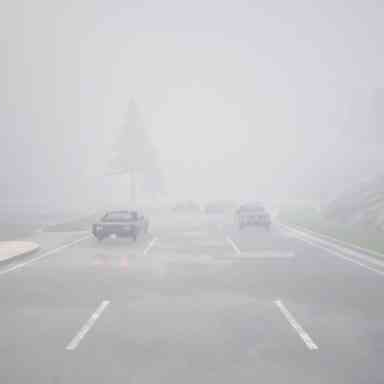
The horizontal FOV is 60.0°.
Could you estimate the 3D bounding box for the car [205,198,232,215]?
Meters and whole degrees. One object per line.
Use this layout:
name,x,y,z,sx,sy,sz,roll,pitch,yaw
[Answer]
car,2.568,1.523,34.254,1.812,1.442,4.674,0,0,15

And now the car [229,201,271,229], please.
car,3.777,1.546,21.437,2.033,1.411,5.357,0,0,3

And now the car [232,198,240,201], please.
car,5.332,1.522,44.216,1.812,1.442,4.674,0,0,16

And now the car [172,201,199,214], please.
car,-0.589,1.598,36.140,1.895,1.301,4.718,0,0,15

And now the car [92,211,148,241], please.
car,-3.359,1.599,16.591,1.895,1.301,4.718,0,0,1
